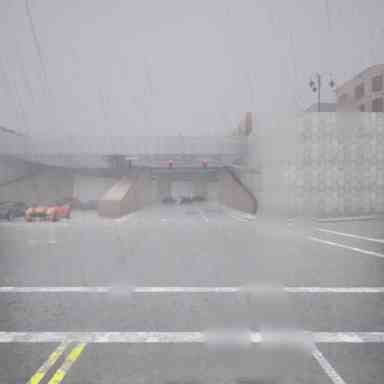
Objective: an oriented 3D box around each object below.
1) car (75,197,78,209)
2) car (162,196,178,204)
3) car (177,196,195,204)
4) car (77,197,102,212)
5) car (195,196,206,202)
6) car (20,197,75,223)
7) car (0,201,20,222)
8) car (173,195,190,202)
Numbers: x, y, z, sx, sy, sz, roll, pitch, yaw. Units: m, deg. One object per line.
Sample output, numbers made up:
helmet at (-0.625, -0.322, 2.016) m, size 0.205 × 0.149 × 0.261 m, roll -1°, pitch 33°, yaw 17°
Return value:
car at (-14.989, 1.352, 40.199) m, size 2.097 × 1.767 × 4.553 m, roll 0°, pitch 0°, yaw -1°
car at (-4.513, 1.547, 64.312) m, size 2.033 × 1.411 × 5.357 m, roll 0°, pitch 0°, yaw 5°
car at (-1.056, 1.547, 64.092) m, size 2.033 × 1.411 × 5.357 m, roll 0°, pitch 0°, yaw 4°
car at (-11.459, 1.601, 38.938) m, size 1.895 × 1.301 × 4.718 m, roll 0°, pitch 0°, yaw -1°
car at (1.530, 1.524, 74.797) m, size 1.812 × 1.442 × 4.674 m, roll 0°, pitch 0°, yaw 28°
car at (-11.012, 1.351, 25.678) m, size 2.097 × 1.767 × 4.553 m, roll 0°, pitch 0°, yaw -4°
car at (-14.598, 1.505, 26.575) m, size 1.837 × 1.490 × 4.892 m, roll 0°, pitch 0°, yaw -2°
car at (-2.338, 1.524, 74.669) m, size 1.812 × 1.442 × 4.674 m, roll 0°, pitch 0°, yaw 24°
